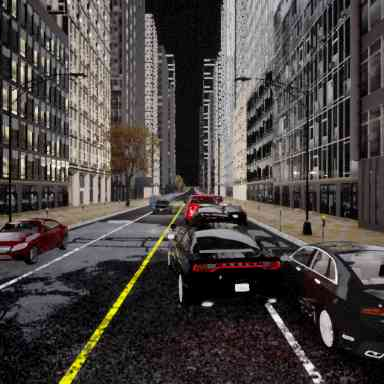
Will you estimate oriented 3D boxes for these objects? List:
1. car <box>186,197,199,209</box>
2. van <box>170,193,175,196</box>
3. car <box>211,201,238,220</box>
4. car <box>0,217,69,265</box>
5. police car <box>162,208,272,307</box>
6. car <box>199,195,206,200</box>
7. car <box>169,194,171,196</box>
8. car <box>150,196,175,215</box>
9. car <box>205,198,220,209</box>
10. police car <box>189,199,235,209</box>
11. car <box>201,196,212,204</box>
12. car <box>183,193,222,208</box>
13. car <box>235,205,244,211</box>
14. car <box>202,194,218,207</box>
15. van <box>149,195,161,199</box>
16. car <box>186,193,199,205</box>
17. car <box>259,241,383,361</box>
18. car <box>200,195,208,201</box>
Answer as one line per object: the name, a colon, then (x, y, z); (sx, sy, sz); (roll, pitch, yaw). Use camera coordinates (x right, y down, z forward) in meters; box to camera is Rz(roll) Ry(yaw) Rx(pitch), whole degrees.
car: (0.097, 1.506, 45.771); (1.812, 1.442, 4.674); (0, 0, 1)
van: (-5.547, 1.264, 91.413); (1.690, 1.788, 3.998); (0, 0, 0)
car: (2.733, 1.537, 28.714); (1.887, 1.381, 4.507); (0, 0, 0)
car: (-5.676, 1.580, 11.640); (1.802, 1.307, 4.206); (0, 0, 0)
police car: (0.470, 1.424, 8.221); (1.930, 1.638, 5.238); (0, 0, -9)
car: (2.835, 1.489, 91.396); (1.947, 1.339, 4.313); (0, 0, 0)
car: (-5.592, 1.515, 62.920); (2.008, 1.369, 4.403); (0, 0, 0)
car: (-2.945, 1.494, 34.263); (1.837, 1.490, 4.892); (0, 0, 0)
car: (2.760, 1.525, 45.809); (1.887, 1.381, 4.507); (0, 0, 0)
police car: (0.930, 1.421, 18.321); (1.930, 1.638, 5.238); (0, 0, 0)
car: (2.788, 1.509, 62.904); (1.887, 1.381, 4.507); (0, 0, 0)
car: (0.600, 1.216, 24.201); (2.150, 2.045, 5.566); (0, 0, -2)
car: (2.723, 1.560, 23.017); (1.947, 1.339, 4.313); (0, 0, 0)
car: (2.768, 1.290, 51.508); (2.192, 1.841, 5.009); (0, 0, 0)
van: (-5.612, 1.317, 51.526); (1.690, 1.788, 3.998); (0, 0, 0)
car: (0.095, 1.190, 58.738); (2.150, 2.045, 5.566); (0, 0, 0)
car: (2.695, 1.550, 5.922); (2.008, 1.369, 4.403); (0, 0, 0)
car: (2.817, 1.467, 80.169); (1.752, 1.417, 4.829); (0, 0, 0)
